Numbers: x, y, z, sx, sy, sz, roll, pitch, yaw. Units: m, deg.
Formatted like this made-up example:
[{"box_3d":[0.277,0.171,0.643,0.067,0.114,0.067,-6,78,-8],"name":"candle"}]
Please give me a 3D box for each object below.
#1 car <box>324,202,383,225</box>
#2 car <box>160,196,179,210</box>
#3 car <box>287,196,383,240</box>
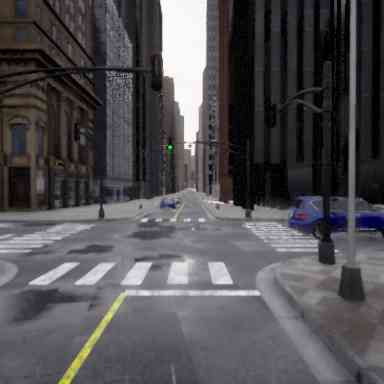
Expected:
[{"box_3d":[11.586,1.416,22.229,4.829,1.417,1.752,0,1,0],"name":"car"},{"box_3d":[-3.074,1.448,43.019,1.882,1.535,5.008,0,0,0],"name":"car"},{"box_3d":[7.567,1.236,16.455,5.566,2.045,2.150,0,1,0],"name":"car"}]
